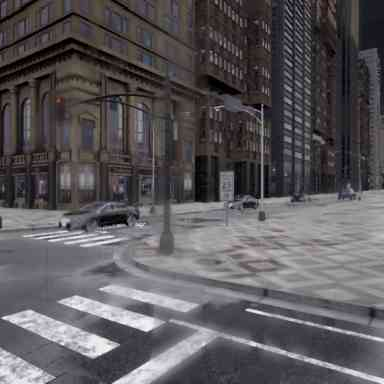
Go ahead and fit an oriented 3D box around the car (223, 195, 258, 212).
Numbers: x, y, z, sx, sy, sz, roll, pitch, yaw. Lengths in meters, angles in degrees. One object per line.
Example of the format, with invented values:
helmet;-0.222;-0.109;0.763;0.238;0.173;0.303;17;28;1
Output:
car;4.769;1.065;32.312;2.128;1.511;4.902;0;1;36

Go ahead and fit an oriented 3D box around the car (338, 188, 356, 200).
car;27.002;0.359;57.879;2.150;2.045;5.566;0;1;36

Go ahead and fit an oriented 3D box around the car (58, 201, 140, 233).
car;-4.971;1.293;18.404;2.128;1.511;4.902;0;1;33

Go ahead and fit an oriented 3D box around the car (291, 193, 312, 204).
car;15.564;0.891;47.289;1.994;1.385;4.181;0;1;36
